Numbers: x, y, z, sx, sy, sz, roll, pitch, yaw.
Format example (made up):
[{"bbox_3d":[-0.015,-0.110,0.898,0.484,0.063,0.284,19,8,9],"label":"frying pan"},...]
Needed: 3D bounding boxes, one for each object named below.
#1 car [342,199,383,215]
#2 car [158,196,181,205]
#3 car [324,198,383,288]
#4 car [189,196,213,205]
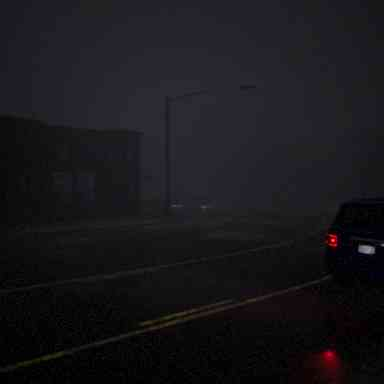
[{"bbox_3d":[16.125,1.356,31.507,1.895,1.301,4.718,0,0,2],"label":"car"},{"bbox_3d":[-3.792,1.333,52.793,2.033,1.411,5.357,-1,0,-33],"label":"car"},{"bbox_3d":[5.326,1.152,8.009,5.566,2.045,2.150,-1,1,-41],"label":"car"},{"bbox_3d":[1.283,1.284,51.436,1.812,1.442,4.674,-1,0,-33],"label":"car"}]
